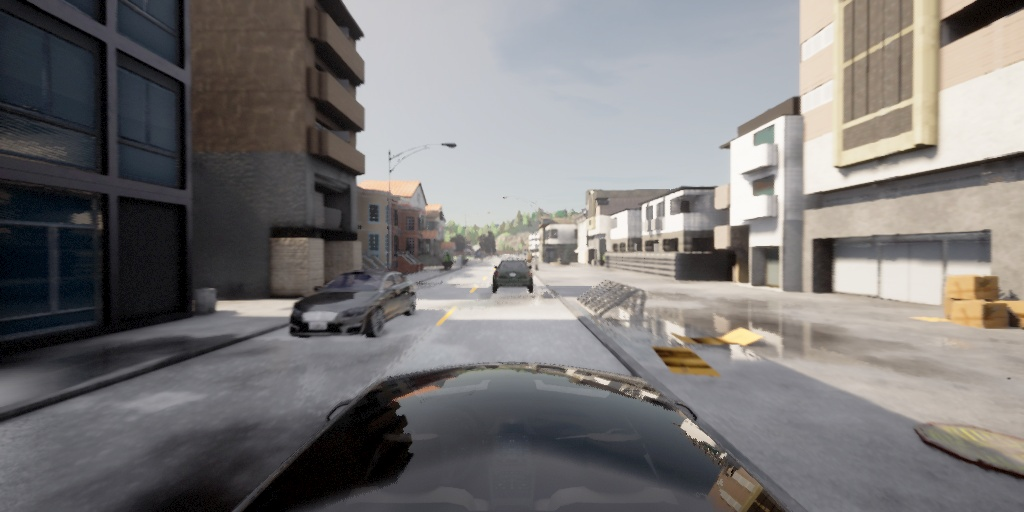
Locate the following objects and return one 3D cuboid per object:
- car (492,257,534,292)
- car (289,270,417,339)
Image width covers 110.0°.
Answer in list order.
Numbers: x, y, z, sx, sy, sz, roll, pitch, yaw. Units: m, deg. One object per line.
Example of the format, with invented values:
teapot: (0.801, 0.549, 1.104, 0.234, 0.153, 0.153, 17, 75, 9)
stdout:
car: (0.051, 0.912, 19.722, 2.097, 1.767, 4.553, 0, 1, 0)
car: (-4.014, 1.162, 9.884, 2.128, 1.511, 4.902, 0, 0, 0)
